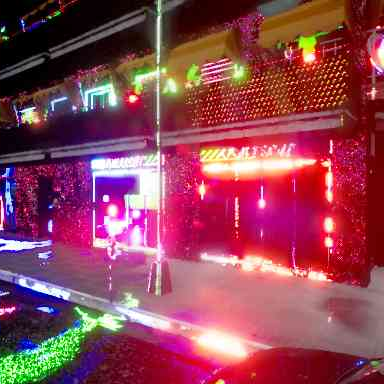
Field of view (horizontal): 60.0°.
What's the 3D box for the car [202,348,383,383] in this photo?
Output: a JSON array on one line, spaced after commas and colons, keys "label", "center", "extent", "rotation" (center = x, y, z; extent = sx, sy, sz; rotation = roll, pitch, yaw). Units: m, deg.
[{"label": "car", "center": [1.878, 1.551, 1.532], "extent": [4.403, 1.369, 2.008], "rotation": [0, 0, 36]}]
